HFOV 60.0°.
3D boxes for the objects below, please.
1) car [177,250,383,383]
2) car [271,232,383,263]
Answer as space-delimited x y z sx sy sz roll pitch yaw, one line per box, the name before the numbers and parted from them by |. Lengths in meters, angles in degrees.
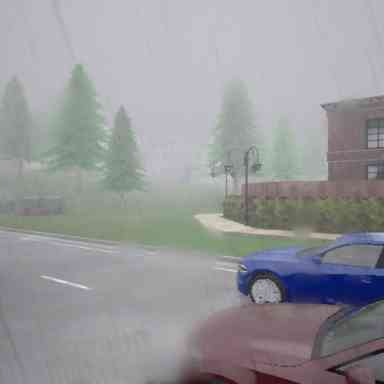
car | 2.046 1.526 2.522 4.674 1.442 1.812 0 0 36
car | 3.219 1.477 5.988 5.008 1.535 1.882 0 0 36
